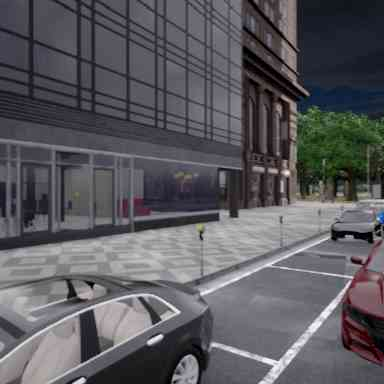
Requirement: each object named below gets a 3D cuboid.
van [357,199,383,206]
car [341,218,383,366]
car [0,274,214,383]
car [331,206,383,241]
[{"bbox_3d":[11.209,1.345,20.519,1.690,1.788,3.998,0,0,36],"label":"van"},{"bbox_3d":[3.921,1.478,5.593,1.882,1.535,5.008,0,0,36],"label":"car"},{"bbox_3d":[-1.453,1.551,2.834,2.008,1.369,4.403,0,0,36],"label":"car"},{"bbox_3d":[8.043,1.568,16.097,1.947,1.339,4.313,0,0,36],"label":"car"}]
